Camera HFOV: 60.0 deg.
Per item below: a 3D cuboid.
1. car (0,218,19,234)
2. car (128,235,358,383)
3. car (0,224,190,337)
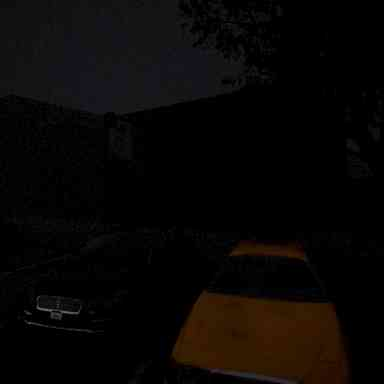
[{"bbox_3d":[-8.558,1.528,12.212,2.002,1.452,4.674,1,-1,16],"label":"car"},{"bbox_3d":[1.153,1.480,5.049,1.946,1.575,5.366,1,-1,16],"label":"car"},{"bbox_3d":[-1.236,1.487,6.978,2.231,1.521,4.892,1,-1,16],"label":"car"}]
